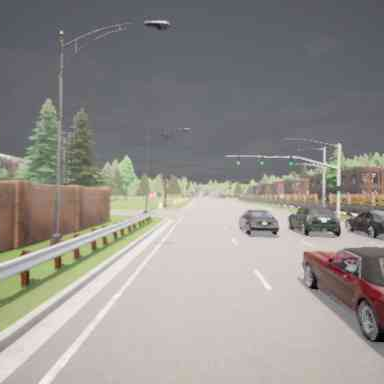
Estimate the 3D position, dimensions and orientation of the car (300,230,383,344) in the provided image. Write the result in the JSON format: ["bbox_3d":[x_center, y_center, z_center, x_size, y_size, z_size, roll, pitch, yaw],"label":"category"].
[{"bbox_3d":[3.697,1.730,6.555,1.895,1.301,4.718,1,0,2],"label":"car"}]

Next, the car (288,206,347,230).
[{"bbox_3d":[7.588,1.682,21.081,2.097,1.767,4.553,1,0,2],"label":"car"}]

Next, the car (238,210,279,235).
[{"bbox_3d":[4.083,1.808,20.938,2.033,1.411,5.357,1,-1,1],"label":"car"}]

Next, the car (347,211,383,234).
[{"bbox_3d":[11.062,1.892,20.130,1.837,1.490,4.892,1,-1,2],"label":"car"}]
